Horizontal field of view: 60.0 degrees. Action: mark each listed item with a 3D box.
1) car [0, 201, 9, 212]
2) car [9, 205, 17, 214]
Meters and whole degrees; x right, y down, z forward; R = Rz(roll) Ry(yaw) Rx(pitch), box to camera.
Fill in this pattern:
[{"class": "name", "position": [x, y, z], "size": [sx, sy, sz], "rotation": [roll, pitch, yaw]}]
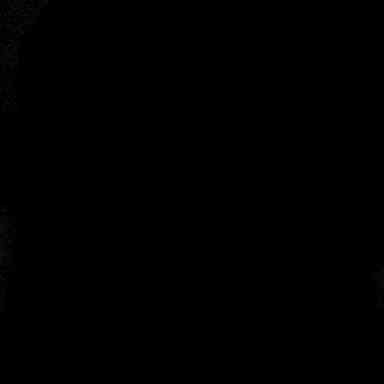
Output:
[{"class": "car", "position": [-19.347, 1.182, 29.117], "size": [2.192, 1.841, 5.009], "rotation": [0, -1, 36]}, {"class": "car", "position": [-16.206, 1.525, 33.508], "size": [1.802, 1.307, 4.206], "rotation": [0, -1, 36]}]
